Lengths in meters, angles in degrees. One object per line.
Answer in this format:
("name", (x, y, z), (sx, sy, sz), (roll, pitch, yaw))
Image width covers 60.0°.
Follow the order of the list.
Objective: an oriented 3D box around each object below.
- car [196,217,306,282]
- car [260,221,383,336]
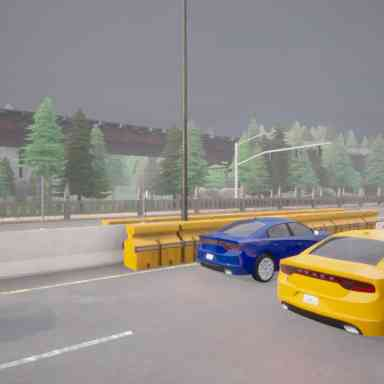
("car", (2.455, 1.478, 9.805), (5.008, 1.535, 1.882), (0, 0, -36))
("car", (3.816, 1.478, 6.476), (5.008, 1.535, 1.882), (0, 0, -35))
